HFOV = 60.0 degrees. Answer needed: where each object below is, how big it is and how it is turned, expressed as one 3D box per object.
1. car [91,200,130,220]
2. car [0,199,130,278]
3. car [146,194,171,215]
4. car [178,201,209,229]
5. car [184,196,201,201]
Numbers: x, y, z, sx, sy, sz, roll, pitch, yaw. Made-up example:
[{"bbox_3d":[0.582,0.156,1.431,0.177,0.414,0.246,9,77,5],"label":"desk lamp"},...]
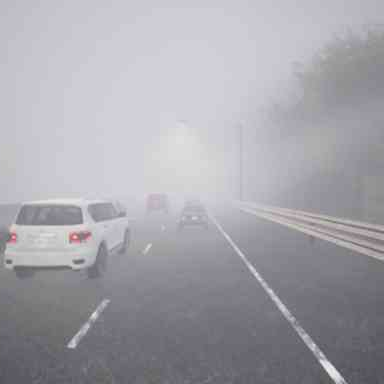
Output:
[{"bbox_3d":[-6.912,1.508,28.783,2.033,1.411,5.357,0,0,0],"label":"car"},{"bbox_3d":[-3.406,1.205,10.241,2.150,2.045,5.566,0,0,0],"label":"car"},{"bbox_3d":[-3.415,1.178,34.111,2.150,2.045,5.566,0,0,0],"label":"car"},{"bbox_3d":[0.093,1.515,21.344,2.033,1.411,5.357,0,0,0],"label":"car"},{"bbox_3d":[0.084,1.305,40.820,2.097,1.767,4.553,0,0,0],"label":"car"}]
